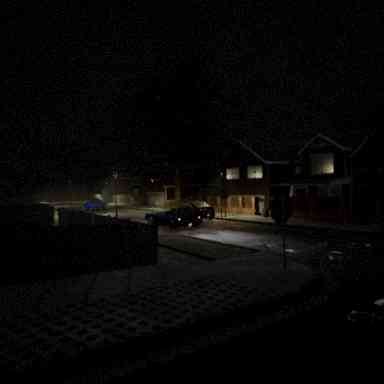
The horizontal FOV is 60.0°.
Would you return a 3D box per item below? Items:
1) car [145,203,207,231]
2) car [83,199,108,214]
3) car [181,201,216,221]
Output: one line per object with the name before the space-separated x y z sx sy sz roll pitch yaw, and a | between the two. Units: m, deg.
car | -1.316 1.681 22.098 1.895 1.301 4.718 -3 2 -33
car | -10.978 1.554 37.668 1.882 1.535 5.008 -3 1 -30
car | -0.158 1.443 25.730 2.128 1.511 4.902 -3 2 -33
